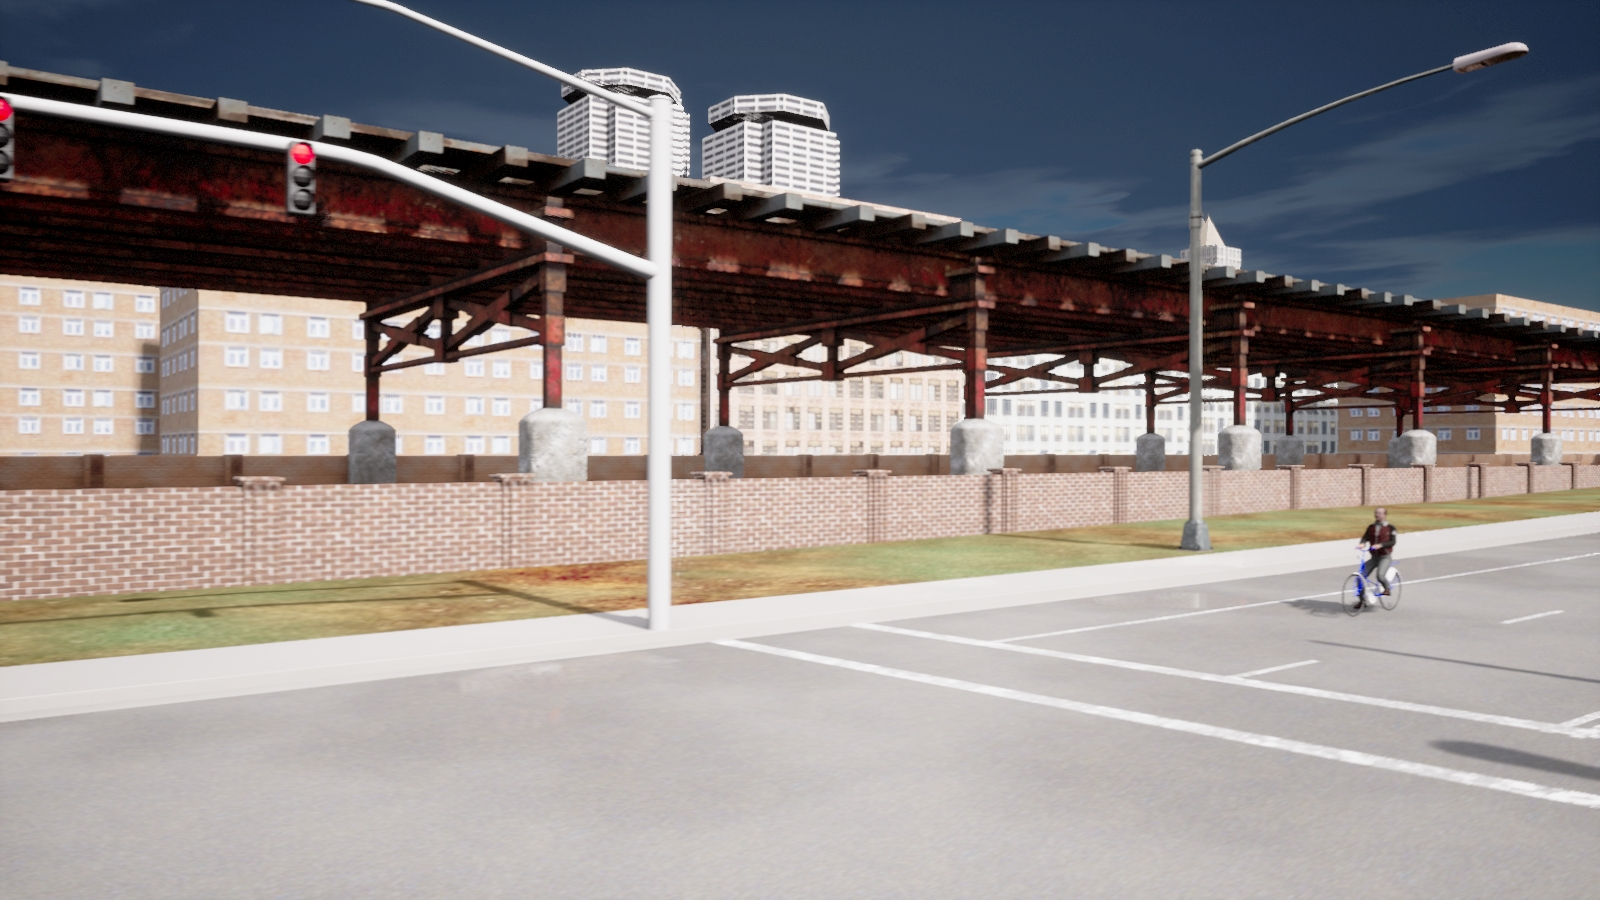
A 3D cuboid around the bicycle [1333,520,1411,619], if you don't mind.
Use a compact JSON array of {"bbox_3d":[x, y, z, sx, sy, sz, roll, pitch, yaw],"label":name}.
[{"bbox_3d":[9.524,1.957,18.984,1.835,1.496,0.329,0,0,-35],"label":"bicycle"}]
